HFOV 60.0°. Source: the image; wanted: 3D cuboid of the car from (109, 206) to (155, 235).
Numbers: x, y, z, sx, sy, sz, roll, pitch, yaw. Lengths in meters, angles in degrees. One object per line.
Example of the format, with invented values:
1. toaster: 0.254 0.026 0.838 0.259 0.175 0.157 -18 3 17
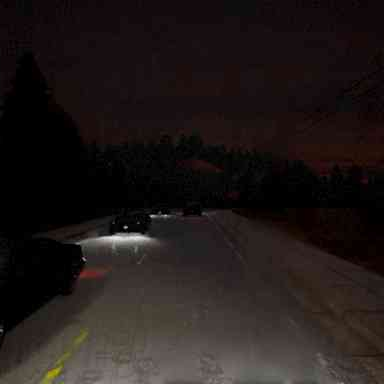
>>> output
1. car: -3.598 1.729 20.004 1.994 1.385 4.181 0 0 0

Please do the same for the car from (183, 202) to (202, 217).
1. car: 0.053 1.771 35.247 1.882 1.535 5.008 0 0 0

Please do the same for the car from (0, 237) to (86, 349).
1. car: -3.601 1.600 6.212 2.033 1.411 5.357 0 0 0

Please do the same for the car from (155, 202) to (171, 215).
1. car: -3.505 1.877 38.831 2.033 1.411 5.357 0 0 0
